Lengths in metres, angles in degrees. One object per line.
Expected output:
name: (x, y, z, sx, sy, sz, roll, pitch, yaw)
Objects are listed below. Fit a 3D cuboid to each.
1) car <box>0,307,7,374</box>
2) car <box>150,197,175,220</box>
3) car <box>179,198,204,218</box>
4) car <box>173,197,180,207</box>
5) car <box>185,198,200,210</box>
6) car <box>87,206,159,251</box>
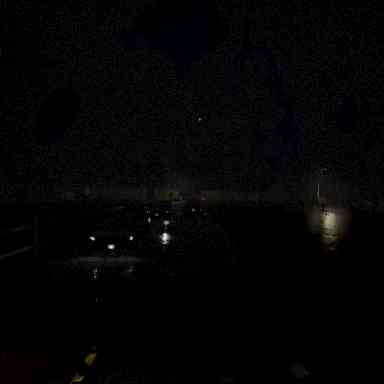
car: (-2.822, 1.491, 1.477, 2.128, 1.511, 4.902, 0, 0, -1)
car: (-2.800, 1.531, 28.940, 1.837, 1.490, 4.892, 0, 1, 0)
car: (0.117, 1.583, 30.724, 2.033, 1.411, 5.357, 0, 0, 0)
car: (-2.725, 1.536, 52.025, 2.128, 1.511, 4.902, 0, 0, 0)
car: (0.079, 1.577, 45.230, 1.837, 1.490, 4.892, 0, 0, 0)
car: (-2.845, 1.555, 14.366, 2.033, 1.411, 5.357, 0, 0, 0)
